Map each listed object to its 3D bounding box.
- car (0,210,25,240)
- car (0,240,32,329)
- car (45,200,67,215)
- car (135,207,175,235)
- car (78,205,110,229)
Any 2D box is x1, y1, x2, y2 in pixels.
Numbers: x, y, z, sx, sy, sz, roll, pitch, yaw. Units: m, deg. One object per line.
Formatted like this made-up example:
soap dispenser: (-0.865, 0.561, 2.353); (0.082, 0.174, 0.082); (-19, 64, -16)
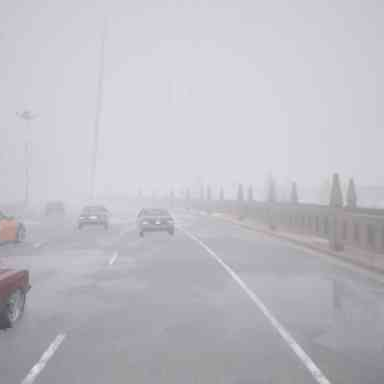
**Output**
car: (-8.315, 1.387, 13.033); (2.097, 1.767, 4.553); (0, 0, -8)
car: (-3.748, 1.616, 3.965); (1.895, 1.301, 4.718); (0, 0, -3)
car: (-14.109, 1.550, 34.435); (2.128, 1.511, 4.902); (0, 0, -21)
car: (-2.174, 1.556, 18.816); (2.033, 1.411, 5.357); (0, 0, -12)
car: (-6.494, 1.574, 22.179); (2.033, 1.411, 5.357); (0, 0, -14)
